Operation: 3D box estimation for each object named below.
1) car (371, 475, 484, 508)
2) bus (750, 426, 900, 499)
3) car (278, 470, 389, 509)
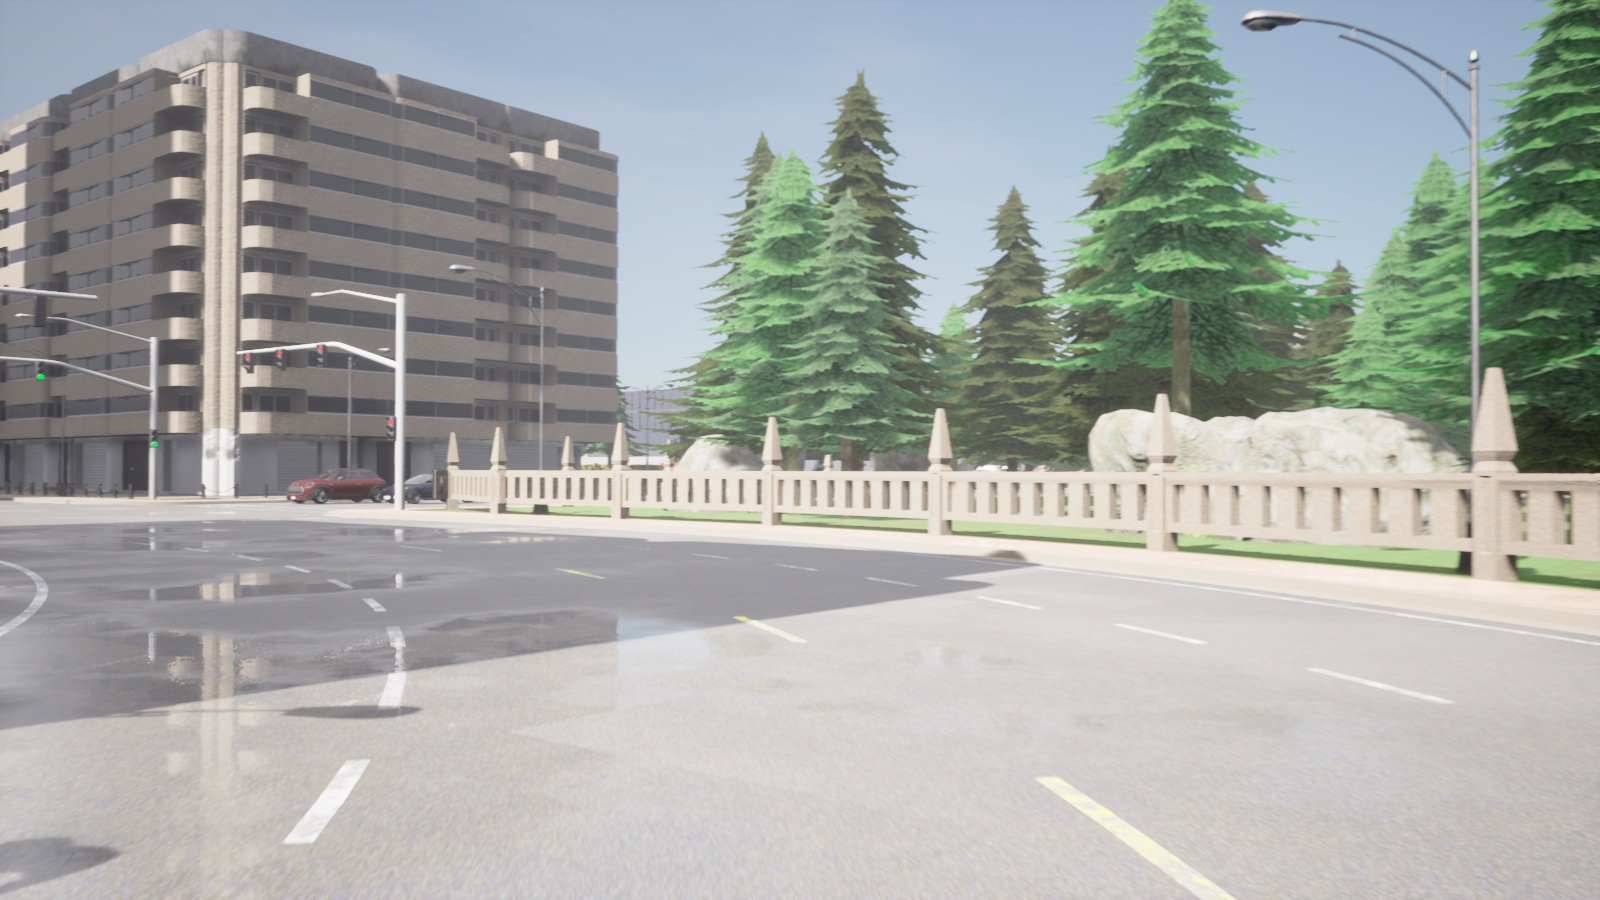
[{"bbox_3d":[-17.778,1.966,60.066,2.163,1.488,4.792,-1,-1,39],"label":"car"},{"bbox_3d":[1.736,0.806,78.870,3.944,4.253,10.273,-1,-1,39],"label":"bus"},{"bbox_3d":[-22.260,1.848,60.074,2.097,1.767,4.553,-1,-1,39],"label":"car"}]
